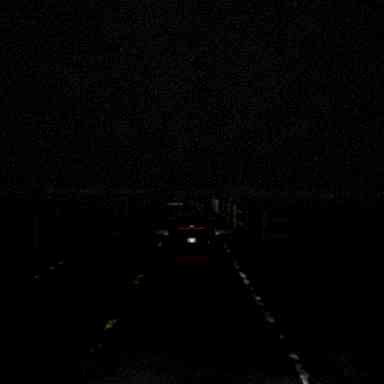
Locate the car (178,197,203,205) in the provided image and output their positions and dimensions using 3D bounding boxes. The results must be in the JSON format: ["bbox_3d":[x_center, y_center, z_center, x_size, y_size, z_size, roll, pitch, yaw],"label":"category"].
[{"bbox_3d":[0.000,1.492,29.650,1.882,1.535,5.008,0,0,0],"label":"car"}]

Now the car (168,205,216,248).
[{"bbox_3d":[0.000,1.518,14.650,1.837,1.490,4.892,0,0,0],"label":"car"}]

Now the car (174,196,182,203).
[{"bbox_3d":[-2.750,1.469,68.915,1.812,1.442,4.674,0,0,0],"label":"car"}]
